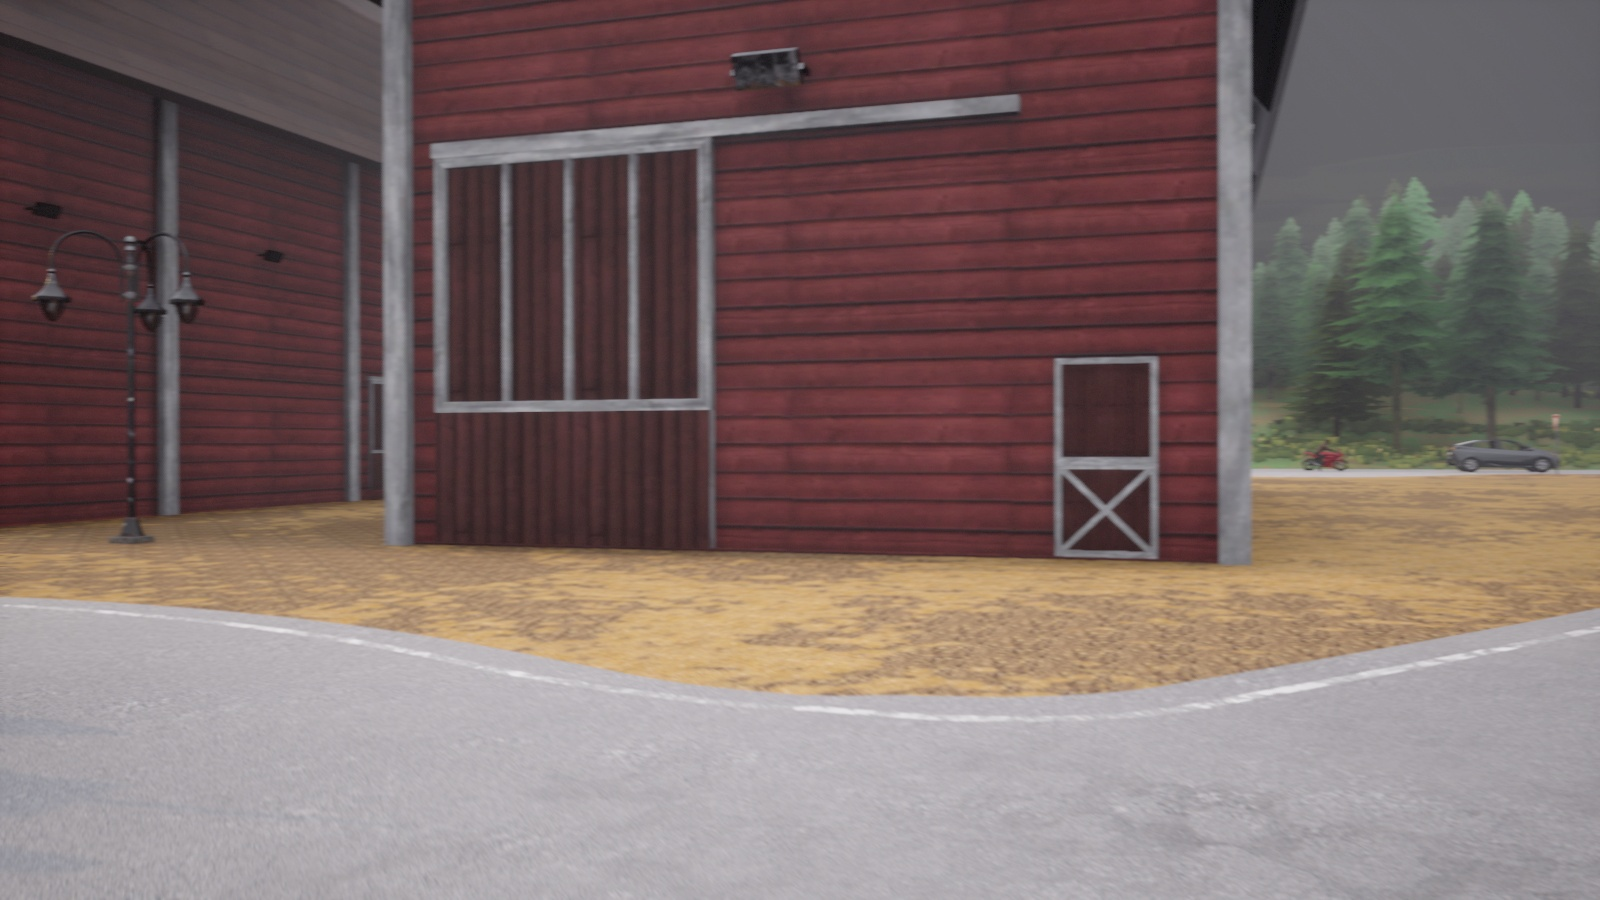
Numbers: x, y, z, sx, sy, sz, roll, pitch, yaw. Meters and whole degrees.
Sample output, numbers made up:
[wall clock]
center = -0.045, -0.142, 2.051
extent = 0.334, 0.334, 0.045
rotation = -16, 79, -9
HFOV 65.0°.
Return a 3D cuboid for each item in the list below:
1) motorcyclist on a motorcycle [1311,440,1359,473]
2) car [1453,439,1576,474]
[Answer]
[motorcyclist on a motorcycle]
center = 25.188, 0.297, 59.161
extent = 2.044, 1.523, 0.797
rotation = 0, 0, 18
[car]
center = 32.259, 0.270, 56.826
extent = 4.514, 1.525, 2.007
rotation = 0, 0, 18
